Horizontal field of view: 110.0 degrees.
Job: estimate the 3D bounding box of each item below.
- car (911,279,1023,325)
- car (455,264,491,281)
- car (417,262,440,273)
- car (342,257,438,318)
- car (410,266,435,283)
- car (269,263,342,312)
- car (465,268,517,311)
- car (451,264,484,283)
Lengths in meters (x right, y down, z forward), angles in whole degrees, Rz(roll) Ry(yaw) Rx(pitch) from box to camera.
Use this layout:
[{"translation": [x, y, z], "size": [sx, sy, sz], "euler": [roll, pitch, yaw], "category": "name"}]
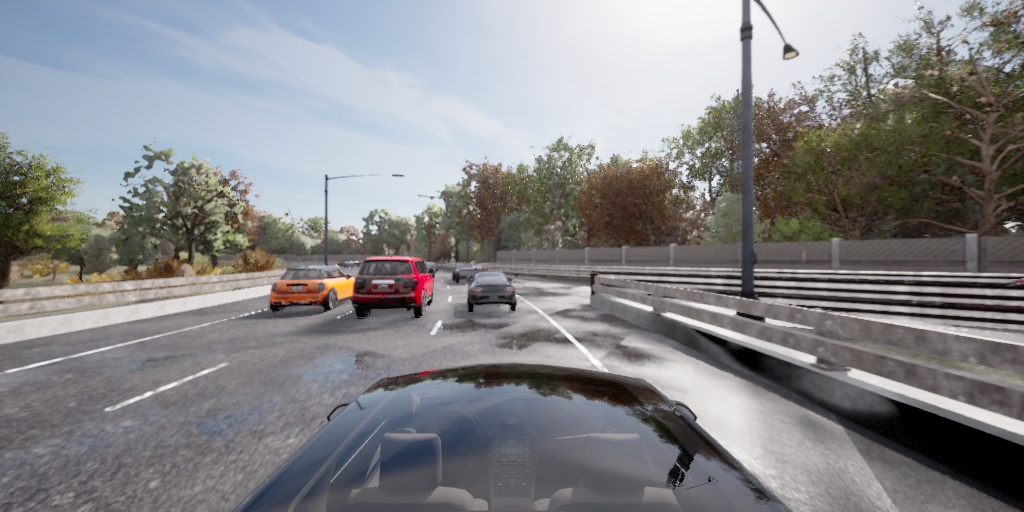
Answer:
[{"translation": [14.710, 1.355, 10.108], "size": [4.674, 1.442, 1.812], "euler": [-2, -2, 44], "category": "car"}, {"translation": [-3.858, 1.491, 34.489], "size": [1.812, 1.442, 4.674], "euler": [0, 0, -29], "category": "car"}, {"translation": [-12.090, 1.632, 51.514], "size": [2.033, 1.411, 5.357], "euler": [0, 0, -27], "category": "car"}, {"translation": [-4.243, 1.054, 13.553], "size": [2.150, 2.045, 5.566], "euler": [0, 0, -7], "category": "car"}, {"translation": [-7.827, 1.550, 31.105], "size": [1.895, 1.301, 4.718], "euler": [0, 0, -16], "category": "car"}, {"translation": [-8.015, 1.198, 15.030], "size": [2.097, 1.767, 4.553], "euler": [0, 0, -7], "category": "car"}, {"translation": [-0.923, 1.362, 14.864], "size": [1.812, 1.442, 4.674], "euler": [0, -1, -7], "category": "car"}, {"translation": [-3.952, 1.426, 30.065], "size": [2.128, 1.511, 4.902], "euler": [0, -1, -15], "category": "car"}]
